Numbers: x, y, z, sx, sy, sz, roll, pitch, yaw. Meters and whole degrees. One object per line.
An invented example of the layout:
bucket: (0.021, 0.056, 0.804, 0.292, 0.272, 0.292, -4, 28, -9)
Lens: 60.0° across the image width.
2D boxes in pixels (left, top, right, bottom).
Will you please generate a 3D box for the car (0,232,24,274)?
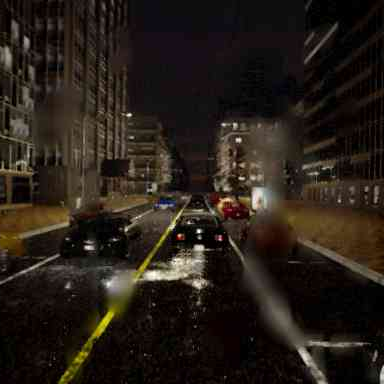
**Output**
car: (-5.587, 1.363, 7.335, 1.752, 1.417, 4.829, 1, 1, 1)

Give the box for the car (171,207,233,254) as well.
car: (0.279, 1.466, 12.830, 1.895, 1.301, 4.718, 1, 1, 1)

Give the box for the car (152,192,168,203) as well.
car: (-4.912, 0.810, 51.974, 1.967, 1.590, 4.097, 1, 1, 1)

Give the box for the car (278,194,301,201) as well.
car: (21.979, 1.255, 76.302, 4.097, 1.590, 1.967, 2, -1, 0)

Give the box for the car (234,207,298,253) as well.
car: (2.876, 1.484, 12.940, 1.802, 1.307, 4.206, 1, 1, 1)

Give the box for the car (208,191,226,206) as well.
car: (3.385, 0.868, 46.287, 2.192, 1.841, 5.009, 1, 1, 1)

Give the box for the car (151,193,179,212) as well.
car: (-2.530, 1.142, 32.411, 1.812, 1.442, 4.674, 1, 0, 1)

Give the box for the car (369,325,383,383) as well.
car: (2.709, 1.570, 1.822, 2.008, 1.369, 4.403, 1, 1, 1)

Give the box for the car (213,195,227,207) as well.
car: (3.132, 1.251, 29.784, 1.752, 1.417, 4.829, 1, 1, 1)

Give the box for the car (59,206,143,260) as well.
car: (-2.940, 1.395, 11.593, 1.994, 1.385, 4.181, 1, 1, 1)

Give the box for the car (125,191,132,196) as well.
car: (-16.110, 0.202, 76.542, 4.507, 1.381, 1.887, 2, -1, 0)

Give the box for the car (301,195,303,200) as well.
car: (27.510, 1.499, 84.575, 4.829, 1.417, 1.752, 2, -1, 0)

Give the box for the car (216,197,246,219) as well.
car: (3.044, 1.330, 24.056, 1.887, 1.381, 4.507, 1, 1, 1)

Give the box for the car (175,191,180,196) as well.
car: (-4.261, 0.445, 95.324, 1.752, 1.417, 4.829, 1, 1, 1)

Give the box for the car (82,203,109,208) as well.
car: (-5.419, 1.301, 18.623, 1.802, 1.307, 4.206, 1, 1, 1)

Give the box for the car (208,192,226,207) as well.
car: (3.301, 0.926, 40.729, 2.192, 1.841, 5.009, 1, 1, 1)

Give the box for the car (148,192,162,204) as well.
car: (-5.001, 0.955, 46.246, 1.752, 1.417, 4.829, 1, 1, 1)

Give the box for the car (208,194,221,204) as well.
car: (3.463, 1.039, 51.849, 1.887, 1.381, 4.507, 1, 1, 1)

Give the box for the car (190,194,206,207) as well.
car: (0.720, 1.036, 42.087, 1.882, 1.535, 5.008, 1, 0, 1)
